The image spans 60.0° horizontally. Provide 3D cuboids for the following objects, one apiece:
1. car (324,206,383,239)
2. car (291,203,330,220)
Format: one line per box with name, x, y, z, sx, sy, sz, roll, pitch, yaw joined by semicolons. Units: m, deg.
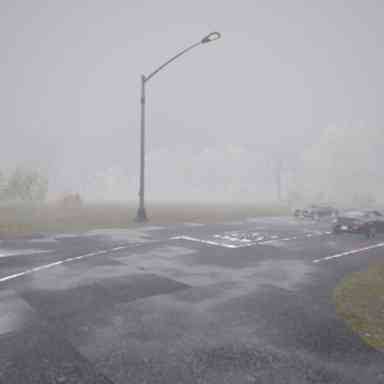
car;9.240;1.608;17.841;4.674;1.442;1.812;0;1;-41
car;10.430;1.615;28.079;4.718;1.301;1.895;0;1;-41
